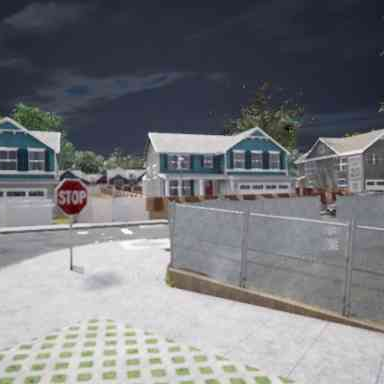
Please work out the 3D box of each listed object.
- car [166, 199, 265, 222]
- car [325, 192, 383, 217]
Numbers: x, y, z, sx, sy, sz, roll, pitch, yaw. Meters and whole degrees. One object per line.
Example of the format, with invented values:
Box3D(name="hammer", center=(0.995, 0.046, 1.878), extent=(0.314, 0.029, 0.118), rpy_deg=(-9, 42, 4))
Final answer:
Box3D(name="car", center=(1.376, 1.064, 17.836), extent=(5.357, 1.411, 2.033), rpy_deg=(-2, 0, -18))
Box3D(name="car", center=(10.709, 0.771, 20.826), extent=(4.892, 1.490, 1.837), rpy_deg=(-2, 0, -17))
